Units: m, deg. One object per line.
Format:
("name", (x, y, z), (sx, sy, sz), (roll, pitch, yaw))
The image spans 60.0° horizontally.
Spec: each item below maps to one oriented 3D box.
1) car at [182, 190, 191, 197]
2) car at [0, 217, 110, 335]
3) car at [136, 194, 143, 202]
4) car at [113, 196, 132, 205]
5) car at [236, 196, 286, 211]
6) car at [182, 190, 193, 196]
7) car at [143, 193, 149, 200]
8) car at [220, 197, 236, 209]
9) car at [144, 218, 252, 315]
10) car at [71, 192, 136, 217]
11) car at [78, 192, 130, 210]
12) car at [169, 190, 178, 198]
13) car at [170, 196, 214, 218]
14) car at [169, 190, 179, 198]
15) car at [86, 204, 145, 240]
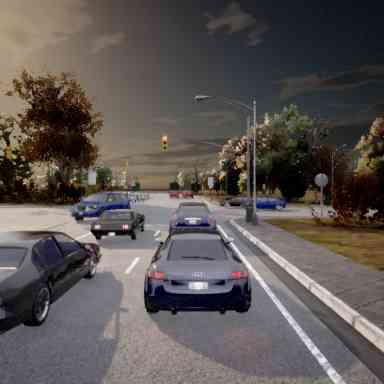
("car", (-1.682, 0.405, 93.992), (2.097, 1.767, 4.553), (0, 1, -7))
("car", (-3.423, 1.529, 6.933), (2.033, 1.411, 5.357), (0, 0, -1))
("car", (-10.860, 1.097, 61.162), (2.128, 1.511, 4.902), (0, 0, 0))
("car", (-10.840, 1.275, 52.060), (1.895, 1.301, 4.718), (0, 0, 0))
("car", (7.837, 1.258, 36.782), (5.008, 1.535, 1.882), (0, 0, -7))
("car", (-0.855, 0.576, 83.345), (2.150, 2.045, 5.566), (0, 1, -4))
("car", (-10.913, 1.104, 71.119), (1.895, 1.301, 4.718), (0, 1, -1))
("car", (5.982, 1.229, 40.975), (5.008, 1.535, 1.882), (0, 1, 6))
("car", (0.074, 1.542, 7.625), (1.994, 1.385, 4.181), (0, 0, -1))
("car", (-6.726, 1.083, 25.220), (2.150, 2.045, 5.566), (-1, 0, 18))
("car", (-10.319, 0.985, 39.356), (5.566, 2.045, 2.150), (0, 0, -3))
("car", (-5.170, 0.446, 93.598), (2.150, 2.045, 5.566), (0, 1, -7))
("car", (0.028, 1.273, 16.259), (2.097, 1.767, 4.553), (0, 0, 0))
("car", (-4.329, 0.593, 82.857), (2.150, 2.045, 5.566), (0, 1, -3))
("car", (-3.493, 1.520, 16.577), (1.895, 1.301, 4.718), (0, 0, -1))
